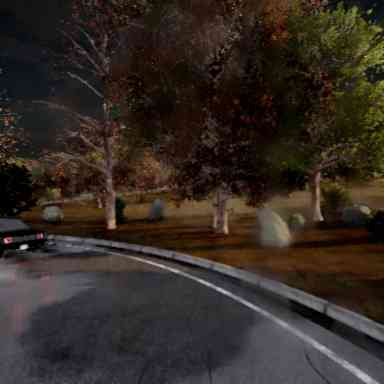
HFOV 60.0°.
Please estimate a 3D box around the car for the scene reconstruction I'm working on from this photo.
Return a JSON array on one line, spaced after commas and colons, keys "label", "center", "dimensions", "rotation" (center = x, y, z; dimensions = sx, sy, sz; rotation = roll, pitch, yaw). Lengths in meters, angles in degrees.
[{"label": "car", "center": [-8.021, 1.734, 13.305], "dimensions": [4.718, 1.301, 1.895], "rotation": [-1, 0, 32]}]
